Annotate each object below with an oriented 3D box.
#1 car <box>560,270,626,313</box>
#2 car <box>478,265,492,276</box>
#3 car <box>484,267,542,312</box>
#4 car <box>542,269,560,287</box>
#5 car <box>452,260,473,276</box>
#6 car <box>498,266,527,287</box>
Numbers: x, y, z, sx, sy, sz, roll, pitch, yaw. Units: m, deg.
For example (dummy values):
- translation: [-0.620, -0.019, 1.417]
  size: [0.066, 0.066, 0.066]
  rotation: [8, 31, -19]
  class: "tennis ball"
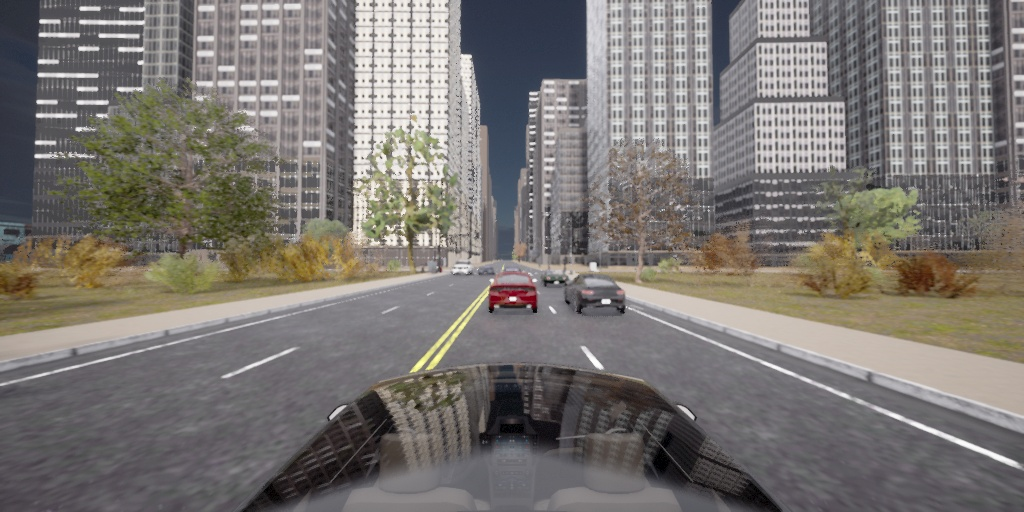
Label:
- translation: [3.299, 1.448, 14.784]
  size: [1.812, 1.442, 4.674]
  rotation: [0, -1, 1]
  class: "car"
- translation: [-3.298, 1.887, 46.743]
  size: [1.994, 1.385, 4.181]
  rotation: [0, -1, 1]
  class: "car"
- translation: [0.053, 1.406, 15.275]
  size: [1.882, 1.535, 5.008]
  rotation: [0, 0, 0]
  class: "car"
- translation: [3.289, 1.699, 28.516]
  size: [1.895, 1.301, 4.718]
  rotation: [0, -1, 1]
  class: "car"
- translation: [-6.536, 1.562, 48.123]
  size: [2.150, 2.045, 5.566]
  rotation: [0, -1, 1]
  class: "car"
- translation: [0.047, 1.597, 29.133]
  size: [2.128, 1.511, 4.902]
  rotation: [0, -1, 1]
  class: "car"
